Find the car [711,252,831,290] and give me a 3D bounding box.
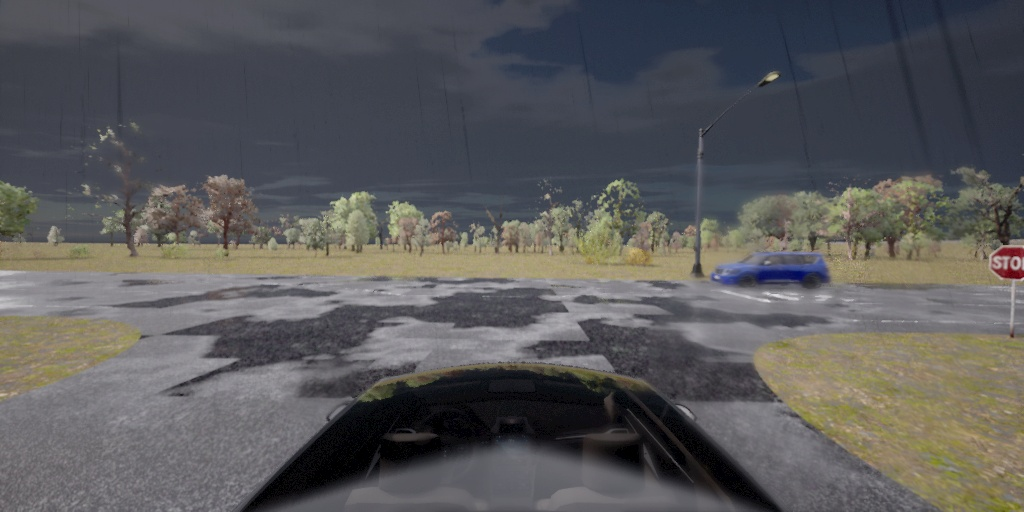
[{"bbox_3d":[14.074,0.813,19.610,5.566,2.045,2.150,0,2,2],"label":"car"}]
